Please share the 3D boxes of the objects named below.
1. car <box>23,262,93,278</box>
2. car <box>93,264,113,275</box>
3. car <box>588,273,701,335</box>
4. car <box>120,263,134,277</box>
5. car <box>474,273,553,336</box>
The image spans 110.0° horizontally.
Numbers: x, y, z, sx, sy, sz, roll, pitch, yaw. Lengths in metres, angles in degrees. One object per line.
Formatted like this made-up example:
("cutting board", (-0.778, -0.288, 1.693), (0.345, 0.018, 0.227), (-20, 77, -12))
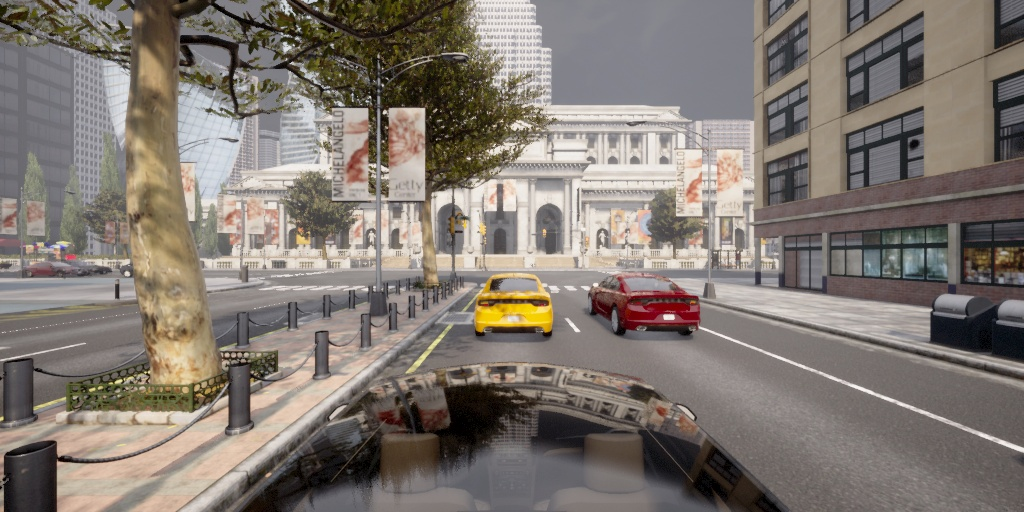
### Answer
("car", (-43.379, 1.276, 34.012), (4.674, 1.442, 1.812), (0, 0, -1))
("car", (-45.302, 1.297, 37.505), (5.357, 1.411, 2.033), (0, 0, 0))
("car", (3.557, 1.228, 10.560), (1.882, 1.535, 5.008), (0, 0, 0))
("car", (-34.180, 1.255, 34.044), (4.892, 1.490, 1.837), (0, 0, 0))
("car", (0.055, 1.228, 10.381), (1.882, 1.535, 5.008), (0, 0, 1))
